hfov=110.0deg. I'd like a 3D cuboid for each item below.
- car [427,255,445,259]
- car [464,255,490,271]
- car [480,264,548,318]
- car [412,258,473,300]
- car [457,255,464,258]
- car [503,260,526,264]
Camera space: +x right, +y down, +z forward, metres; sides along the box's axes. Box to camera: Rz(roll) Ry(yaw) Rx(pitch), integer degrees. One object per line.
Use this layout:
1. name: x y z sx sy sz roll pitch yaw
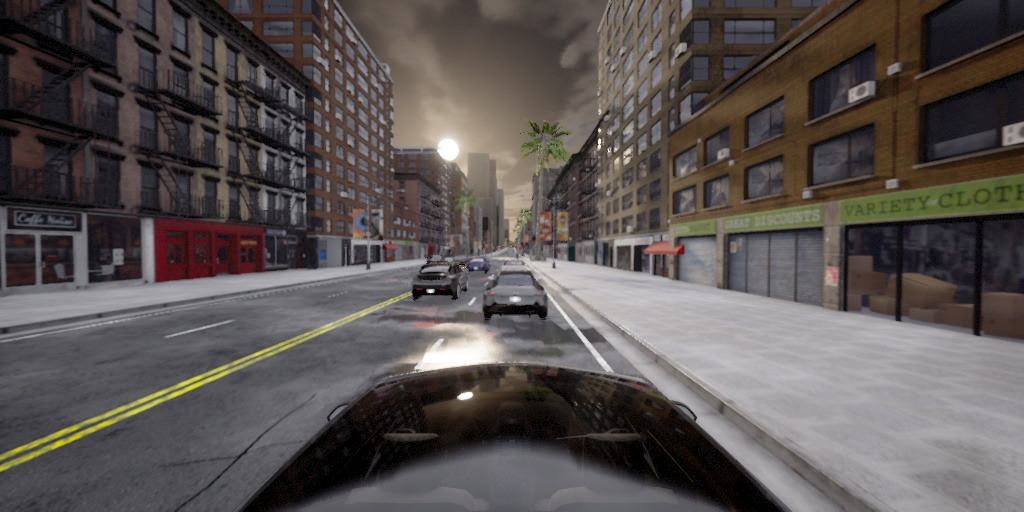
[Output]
1. car: -9.694 0.582 45.999 1.837 1.490 4.892 0 1 0
2. car: -3.060 0.806 32.776 1.812 1.442 4.674 0 1 0
3. car: 0.108 1.163 12.157 1.994 1.385 4.181 0 1 0
4. car: -3.115 1.044 16.203 1.837 1.490 4.892 0 1 0
5. car: -6.450 0.627 45.777 2.033 1.411 5.357 0 1 0
6. car: 0.162 0.946 28.686 1.895 1.301 4.718 0 1 1
